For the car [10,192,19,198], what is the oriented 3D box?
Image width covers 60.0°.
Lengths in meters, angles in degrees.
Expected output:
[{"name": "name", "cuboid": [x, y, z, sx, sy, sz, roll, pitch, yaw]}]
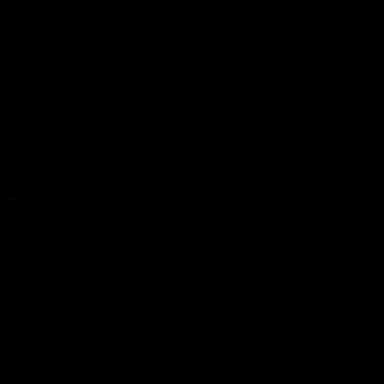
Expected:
[{"name": "car", "cuboid": [-42.882, 0.744, 81.943, 1.837, 1.490, 4.892, 4, 0, 0]}]
